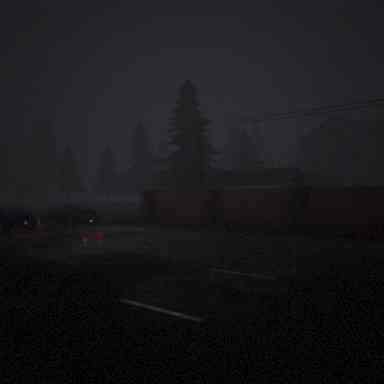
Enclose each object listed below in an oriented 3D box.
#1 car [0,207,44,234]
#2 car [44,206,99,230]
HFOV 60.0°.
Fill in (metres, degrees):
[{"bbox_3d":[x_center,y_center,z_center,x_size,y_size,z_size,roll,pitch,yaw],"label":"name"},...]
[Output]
[{"bbox_3d":[-11.806,1.696,21.000,5.008,1.535,1.882,-1,0,35],"label":"car"},{"bbox_3d":[-8.490,1.694,22.934,4.902,1.511,2.128,-1,0,35],"label":"car"}]
